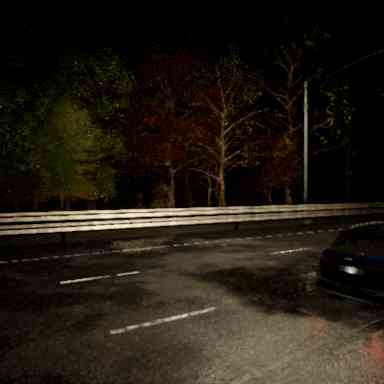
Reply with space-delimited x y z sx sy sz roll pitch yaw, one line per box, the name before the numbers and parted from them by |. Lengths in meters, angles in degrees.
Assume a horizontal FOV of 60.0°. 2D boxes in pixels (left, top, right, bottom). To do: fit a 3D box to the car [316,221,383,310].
car | 4.697 1.457 7.114 4.856 1.649 2.033 0 0 -33
